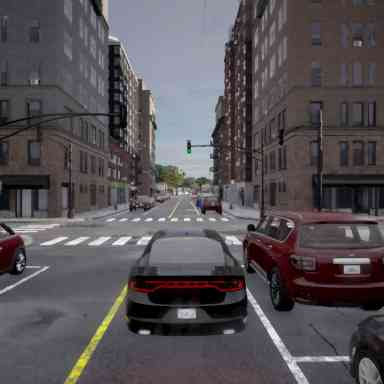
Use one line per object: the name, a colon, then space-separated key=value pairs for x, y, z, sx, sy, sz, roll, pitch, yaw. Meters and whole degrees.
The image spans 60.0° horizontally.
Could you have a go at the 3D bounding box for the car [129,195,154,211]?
car: x=-6.240 y=1.313 z=40.063 sx=2.192 sy=1.841 sz=5.009 roll=0 pitch=0 yaw=-1

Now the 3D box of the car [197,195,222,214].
car: x=1.993 y=1.313 z=34.731 sx=2.192 sy=1.841 sz=5.009 roll=0 pitch=0 yaw=-1

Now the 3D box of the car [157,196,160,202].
car: x=-6.466 y=1.547 z=51.068 sx=2.008 sy=1.369 sz=4.403 roll=0 pitch=0 yaw=-1

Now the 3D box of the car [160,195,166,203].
car: x=-6.805 y=1.540 z=67.576 sx=1.887 sy=1.381 sz=4.507 roll=0 pitch=0 yaw=-1

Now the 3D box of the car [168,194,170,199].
car: x=-7.031 y=1.545 z=78.580 sx=2.008 sy=1.369 sz=4.403 roll=0 pitch=0 yaw=-1

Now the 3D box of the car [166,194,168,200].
car: x=-6.918 y=1.539 z=73.078 sx=1.887 sy=1.381 sz=4.507 roll=0 pitch=0 yaw=-1

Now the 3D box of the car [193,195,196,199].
car: x=1.634 y=1.312 z=51.239 sx=2.192 sy=1.841 sz=5.009 roll=0 pitch=0 yaw=-1

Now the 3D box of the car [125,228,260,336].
car: x=-0.104 y=1.477 z=6.931 sx=1.882 sy=1.535 sz=5.008 roll=0 pitch=0 yaw=-1

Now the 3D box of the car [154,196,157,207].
car: x=-6.353 y=1.563 z=45.565 sx=1.947 sy=1.339 sz=4.313 roll=0 pitch=0 yaw=-1

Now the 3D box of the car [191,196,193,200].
car: x=0.672 y=1.518 z=95.429 sx=1.752 sy=1.417 sz=4.829 roll=0 pitch=0 yaw=-1

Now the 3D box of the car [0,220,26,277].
car: x=-5.527 y=1.440 z=7.511 sx=1.967 sy=1.590 sz=4.097 roll=0 pitch=0 yaw=-1

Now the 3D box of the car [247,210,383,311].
car: x=2.496 y=1.315 z=7.680 sx=2.192 sy=1.841 sz=5.009 roll=0 pitch=0 yaw=-1

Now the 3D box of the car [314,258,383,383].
car: x=2.615 y=1.551 z=1.999 sx=2.008 sy=1.369 sz=4.403 roll=0 pitch=0 yaw=-1
